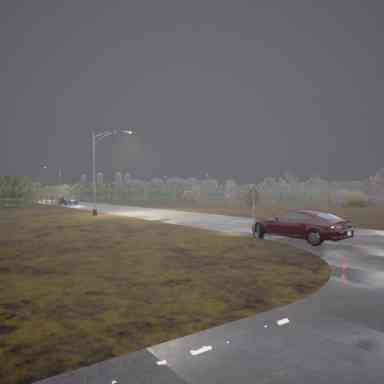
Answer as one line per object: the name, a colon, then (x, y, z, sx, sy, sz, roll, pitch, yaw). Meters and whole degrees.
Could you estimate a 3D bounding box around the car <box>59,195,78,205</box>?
car: (-18.632, 1.172, 49.969, 2.128, 1.511, 4.902, -1, 1, -35)

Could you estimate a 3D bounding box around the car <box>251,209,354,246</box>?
car: (4.889, 1.486, 15.240, 1.812, 1.442, 4.674, -2, 1, -40)
